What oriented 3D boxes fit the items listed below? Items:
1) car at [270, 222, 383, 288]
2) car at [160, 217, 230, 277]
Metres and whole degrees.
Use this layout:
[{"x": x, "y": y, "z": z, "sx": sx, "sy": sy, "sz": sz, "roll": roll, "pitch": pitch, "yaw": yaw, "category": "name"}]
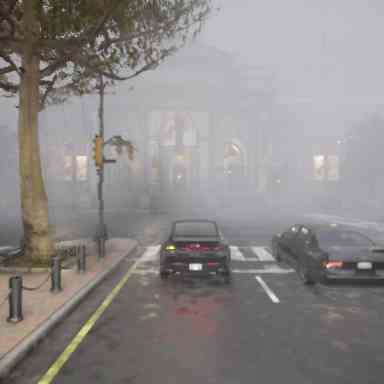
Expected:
[{"x": 3.629, "y": 1.571, "z": 9.378, "sx": 2.033, "sy": 1.411, "sz": 5.357, "roll": 0, "pitch": 0, "yaw": 1, "category": "car"}, {"x": 0.067, "y": 1.531, "z": 10.342, "sx": 1.837, "sy": 1.490, "sz": 4.892, "roll": 0, "pitch": 0, "yaw": -1, "category": "car"}]
